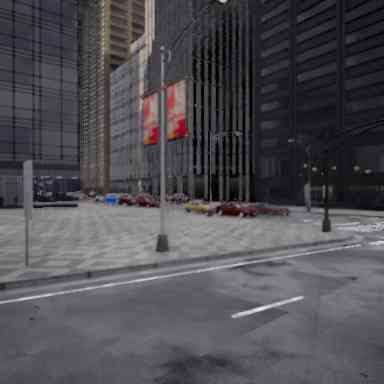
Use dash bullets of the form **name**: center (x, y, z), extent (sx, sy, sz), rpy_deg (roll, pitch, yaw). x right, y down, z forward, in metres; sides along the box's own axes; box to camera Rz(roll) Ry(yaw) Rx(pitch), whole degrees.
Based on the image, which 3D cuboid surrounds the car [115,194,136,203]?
- **car**: center (-12.754, 1.211, 63.820), extent (2.128, 1.511, 4.902), rpy_deg (0, 1, -36)

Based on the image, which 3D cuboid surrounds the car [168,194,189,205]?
- **car**: center (-2.150, 1.166, 53.699), extent (2.192, 1.841, 5.009), rpy_deg (0, 0, -36)

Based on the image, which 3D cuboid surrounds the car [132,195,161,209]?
- **car**: center (-5.776, 1.465, 44.151), extent (1.887, 1.381, 4.507), rpy_deg (0, 0, -36)

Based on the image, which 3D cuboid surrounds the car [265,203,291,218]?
- **car**: center (6.905, 1.664, 31.278), extent (1.895, 1.301, 4.718), rpy_deg (0, 1, -36)

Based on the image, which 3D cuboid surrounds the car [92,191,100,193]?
- **car**: center (-25.187, 0.775, 85.625), extent (2.192, 1.841, 5.009), rpy_deg (1, 0, -36)

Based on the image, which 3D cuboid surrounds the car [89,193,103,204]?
- **car**: center (-15.650, 1.315, 57.835), extent (2.008, 1.369, 4.403), rpy_deg (1, 0, -36)

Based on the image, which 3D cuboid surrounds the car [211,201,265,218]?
- **car**: center (4.098, 1.607, 30.467), extent (1.887, 1.381, 4.507), rpy_deg (0, 0, -36)

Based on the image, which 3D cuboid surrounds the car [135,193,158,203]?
- **car**: center (-8.732, 1.060, 62.821), extent (2.192, 1.841, 5.009), rpy_deg (1, 0, -36)

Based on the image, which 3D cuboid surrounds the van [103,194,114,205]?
- **van**: center (-12.356, 1.159, 53.274), extent (1.690, 1.788, 3.998), rpy_deg (1, 0, -36)

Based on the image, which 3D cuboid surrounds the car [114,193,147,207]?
- **car**: center (-9.065, 1.185, 48.712), extent (2.192, 1.841, 5.009), rpy_deg (0, 0, -36)

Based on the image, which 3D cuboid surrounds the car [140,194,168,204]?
- **car**: center (-5.874, 1.442, 49.024), extent (1.994, 1.385, 4.181), rpy_deg (0, 1, -36)

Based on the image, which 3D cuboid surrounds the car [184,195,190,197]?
- **car**: center (1.139, 1.467, 49.139), extent (1.947, 1.339, 4.313), rpy_deg (0, 0, -36)

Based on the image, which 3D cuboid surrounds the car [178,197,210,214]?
- **car**: center (0.906, 1.543, 34.891), extent (1.752, 1.417, 4.829), rpy_deg (0, 0, -36)

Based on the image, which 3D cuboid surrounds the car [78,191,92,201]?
- **car**: center (-22.231, 1.092, 66.957), extent (1.967, 1.590, 4.097), rpy_deg (1, 0, -36)

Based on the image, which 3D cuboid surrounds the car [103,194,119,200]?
- **car**: center (-18.608, 1.120, 76.504), extent (1.887, 1.381, 4.507), rpy_deg (1, 0, -36)

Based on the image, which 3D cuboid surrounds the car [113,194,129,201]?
- **car**: center (-15.317, 1.214, 71.944), extent (1.802, 1.307, 4.206), rpy_deg (1, 0, -36)
